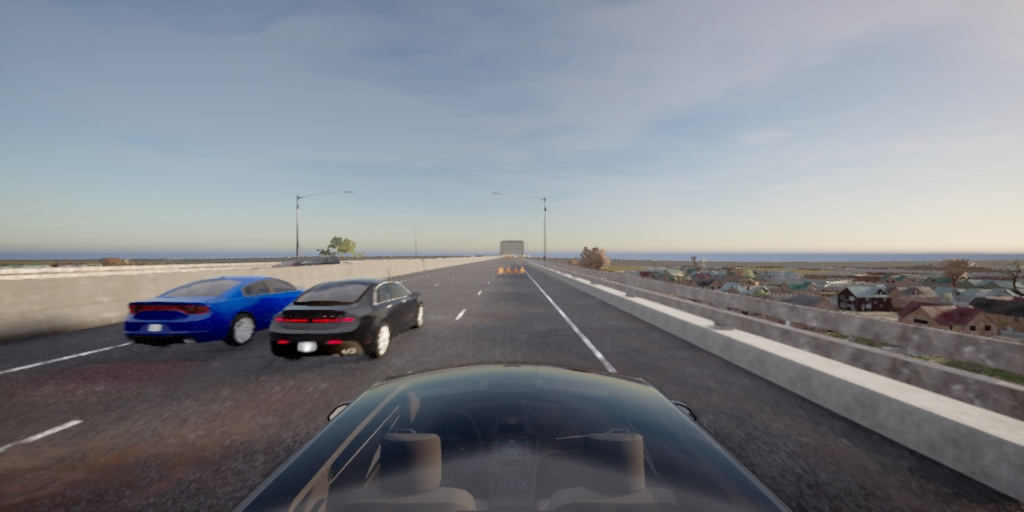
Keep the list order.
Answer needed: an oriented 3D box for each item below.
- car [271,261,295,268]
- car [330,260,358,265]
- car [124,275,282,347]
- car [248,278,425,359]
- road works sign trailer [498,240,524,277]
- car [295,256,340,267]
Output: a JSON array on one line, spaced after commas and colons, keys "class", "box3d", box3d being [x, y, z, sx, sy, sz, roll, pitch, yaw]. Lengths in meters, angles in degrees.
[{"class": "car", "box3d": [-24.545, 1.243, 39.826, 1.882, 1.535, 5.008, 0, 0, 1]}, {"class": "car", "box3d": [-17.556, 1.366, 39.314, 1.895, 1.301, 4.718, 0, 0, 1]}, {"class": "car", "box3d": [-6.898, 1.233, 9.406, 1.882, 1.535, 5.008, 0, 0, 0]}, {"class": "car", "box3d": [-3.399, 1.260, 8.372, 1.837, 1.490, 4.892, 0, 0, 0]}, {"class": "road works sign trailer", "box3d": [0.005, 0.230, 35.439, 2.380, 3.560, 2.880, 0, 0, 0]}, {"class": "car", "box3d": [-21.047, 0.985, 39.731, 2.150, 2.045, 5.566, 0, 0, 1]}]
